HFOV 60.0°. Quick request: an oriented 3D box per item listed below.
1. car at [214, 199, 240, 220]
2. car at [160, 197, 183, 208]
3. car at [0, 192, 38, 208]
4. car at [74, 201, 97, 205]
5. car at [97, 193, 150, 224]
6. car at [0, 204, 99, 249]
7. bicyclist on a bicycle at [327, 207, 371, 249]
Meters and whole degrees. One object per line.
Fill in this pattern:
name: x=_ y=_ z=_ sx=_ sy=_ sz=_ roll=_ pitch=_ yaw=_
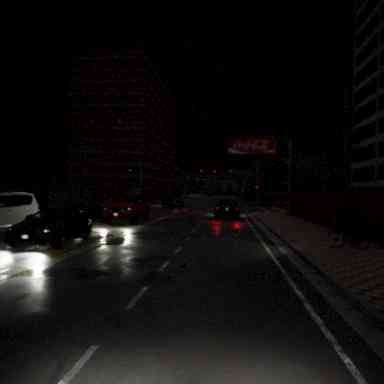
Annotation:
car: x=3.037 y=1.410 z=28.779 sx=2.097 sy=1.767 sz=4.553 roll=1 pitch=0 yaw=6
car: x=-2.864 y=1.439 z=47.356 sx=1.812 sy=1.442 sz=4.674 roll=2 pitch=0 yaw=-29
car: x=-9.172 y=1.001 z=15.106 sx=2.150 sy=2.045 sz=5.566 roll=1 pitch=0 yaw=6
car: x=-8.087 y=1.364 z=25.006 sx=1.994 sy=1.385 sz=4.181 roll=1 pitch=0 yaw=7
car: x=-4.648 y=1.102 z=24.311 sx=2.150 sy=2.045 sz=5.566 roll=1 pitch=0 yaw=6
car: x=-5.778 y=1.423 z=13.893 sx=1.994 sy=1.385 sz=4.181 roll=1 pitch=0 yaw=6
bicyclist on a bicycle: x=6.183 y=1.439 z=13.089 sx=1.656 sy=1.620 sz=0.582 roll=1 pitch=0 yaw=6
